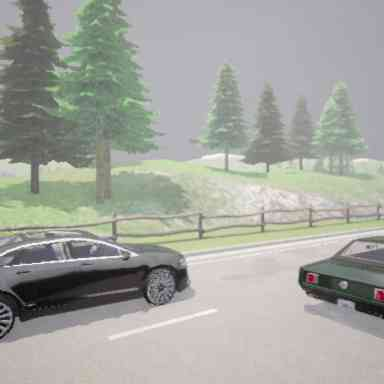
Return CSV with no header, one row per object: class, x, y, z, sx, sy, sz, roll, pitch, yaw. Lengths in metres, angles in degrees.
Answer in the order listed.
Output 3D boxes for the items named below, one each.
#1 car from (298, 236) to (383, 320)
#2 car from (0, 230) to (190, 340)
car,4.373,1.572,6.764,4.718,1.301,1.895,0,0,-35
car,-2.322,1.486,6.374,4.902,1.511,2.128,0,0,-35
